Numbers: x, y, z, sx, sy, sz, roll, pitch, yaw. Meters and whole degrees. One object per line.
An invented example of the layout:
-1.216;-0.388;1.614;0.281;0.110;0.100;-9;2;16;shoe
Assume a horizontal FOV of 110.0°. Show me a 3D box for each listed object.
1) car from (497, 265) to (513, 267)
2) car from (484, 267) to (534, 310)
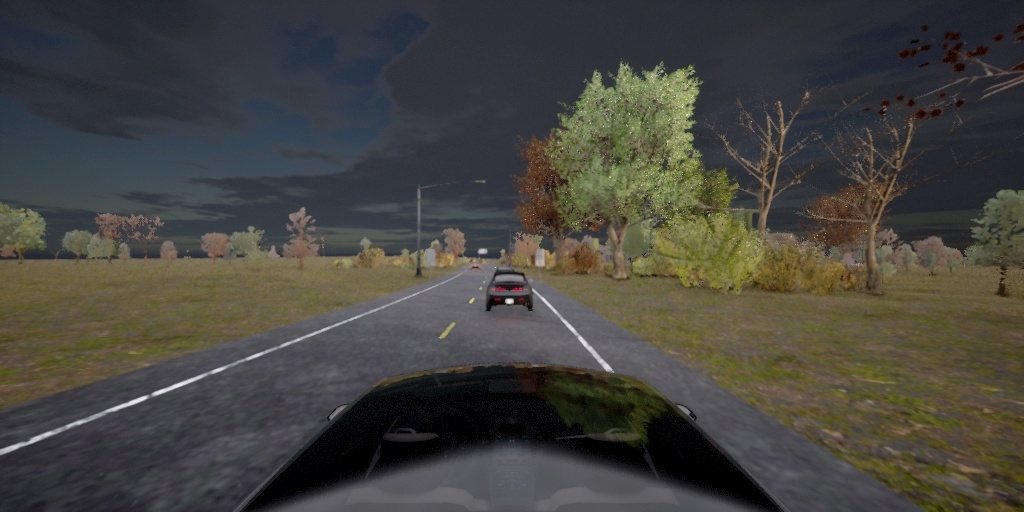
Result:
-0.617;1.530;30.434;2.128;1.511;4.902;0;0;-2;car
-0.122;1.393;15.405;1.837;1.490;4.892;0;0;-1;car
